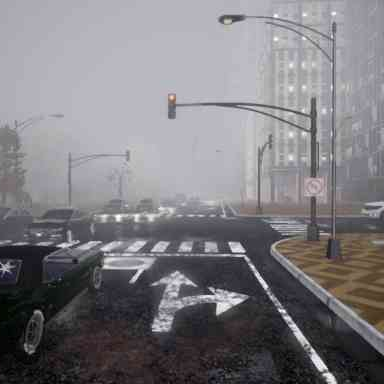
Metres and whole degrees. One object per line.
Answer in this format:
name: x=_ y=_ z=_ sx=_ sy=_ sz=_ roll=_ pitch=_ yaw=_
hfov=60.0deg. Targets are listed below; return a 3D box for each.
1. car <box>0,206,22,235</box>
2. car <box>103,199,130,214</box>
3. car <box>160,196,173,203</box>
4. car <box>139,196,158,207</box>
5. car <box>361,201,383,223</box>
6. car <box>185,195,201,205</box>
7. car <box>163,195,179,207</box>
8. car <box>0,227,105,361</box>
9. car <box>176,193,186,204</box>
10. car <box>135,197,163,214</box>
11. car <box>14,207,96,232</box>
car: x=-9.374 y=1.487 z=16.359 sx=2.128 sy=1.511 sz=4.902 roll=0 pitch=0 yaw=3
car: x=-8.045 y=1.495 z=35.790 sx=1.837 sy=1.490 sz=4.892 roll=0 pitch=0 yaw=5
car: x=-5.308 y=1.599 z=69.009 sx=1.895 sy=1.301 sz=4.718 roll=0 pitch=0 yaw=5
car: x=-6.752 y=1.468 z=52.000 sx=1.882 sy=1.535 sz=5.008 roll=0 pitch=0 yaw=5
car: x=14.830 y=1.059 z=22.949 sx=5.566 sy=2.045 sz=2.150 roll=0 pitch=0 yaw=5
car: x=0.425 y=1.542 z=57.824 sx=2.033 sy=1.411 sz=5.357 roll=0 pitch=0 yaw=5
car: x=-3.560 y=1.592 z=51.158 sx=1.895 sy=1.301 sz=4.718 roll=0 pitch=0 yaw=5
car: x=-3.043 y=1.600 z=5.946 sx=1.895 sy=1.301 sz=4.718 roll=0 pitch=0 yaw=1
car: x=-2.264 y=1.213 z=66.519 sx=2.150 sy=2.045 sz=5.566 roll=0 pitch=1 yaw=5
car: x=-4.777 y=1.496 z=35.892 sx=1.837 sy=1.490 sz=4.892 roll=0 pitch=0 yaw=5
car: x=-6.139 y=1.501 z=15.999 sx=1.837 sy=1.490 sz=4.892 roll=0 pitch=0 yaw=3
